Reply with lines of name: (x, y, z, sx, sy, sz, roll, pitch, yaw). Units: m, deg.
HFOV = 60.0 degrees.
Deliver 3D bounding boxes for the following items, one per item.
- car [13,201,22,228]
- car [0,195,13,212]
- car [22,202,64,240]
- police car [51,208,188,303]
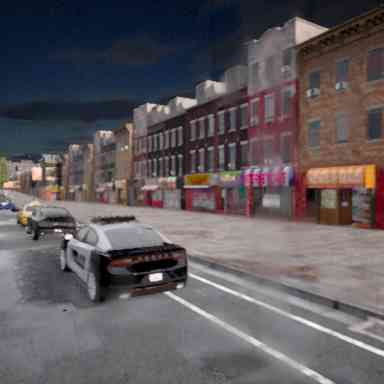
car: (-10.514, 1.436, 22.144, 1.801, 1.575, 5.366, 0, 0, -32)
car: (-21.508, 1.414, 38.043, 2.097, 1.767, 4.553, 0, 0, -32)
car: (-7.252, 1.479, 16.882, 1.837, 1.490, 4.892, 0, 0, -32)
police car: (-2.042, 1.404, 8.475, 1.930, 1.638, 5.238, 0, 0, -32)
